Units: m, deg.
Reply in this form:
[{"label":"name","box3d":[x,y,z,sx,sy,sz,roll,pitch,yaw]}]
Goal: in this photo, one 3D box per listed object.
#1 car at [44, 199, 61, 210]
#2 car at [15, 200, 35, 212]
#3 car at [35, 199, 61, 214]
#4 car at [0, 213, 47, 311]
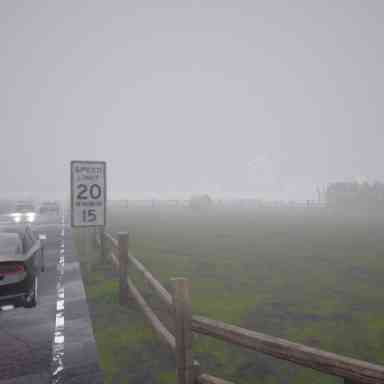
[{"label":"car","box3d":[-18.948,1.604,45.269,1.895,1.301,4.718,0,0,-21]},{"label":"car","box3d":[-19.627,1.623,39.366,1.895,1.301,4.718,0,0,-21]},{"label":"car","box3d":[-15.153,1.495,35.531,2.128,1.511,4.902,0,0,-21]},{"label":"car","box3d":[-4.444,1.481,7.521,1.882,1.535,5.008,0,0,-21]}]
